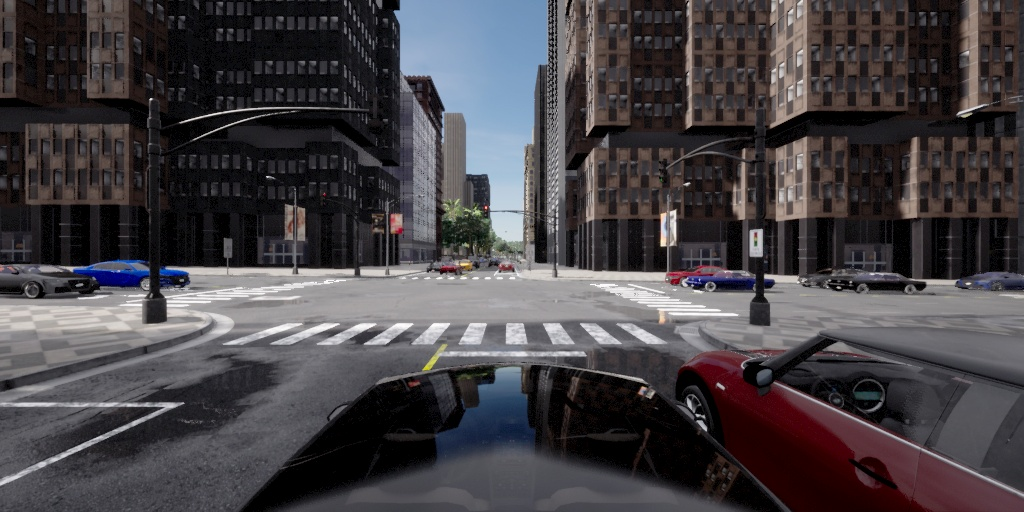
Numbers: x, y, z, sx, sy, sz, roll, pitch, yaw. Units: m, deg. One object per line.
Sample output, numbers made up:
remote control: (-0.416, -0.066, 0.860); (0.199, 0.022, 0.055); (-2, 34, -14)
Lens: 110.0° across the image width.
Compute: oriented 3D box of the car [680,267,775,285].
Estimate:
car: (13.514, 1.569, 22.476); (4.718, 1.301, 1.895); (1, 0, 0)

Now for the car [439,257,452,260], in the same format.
car: (-9.192, 1.084, 49.136); (2.192, 1.841, 5.009); (0, 0, 0)

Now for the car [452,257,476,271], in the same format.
car: (-6.522, 1.247, 48.933); (1.882, 1.535, 5.008); (0, 0, 0)

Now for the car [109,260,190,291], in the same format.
car: (-19.836, 0.976, 18.813); (5.008, 1.535, 1.882); (1, 0, 0)

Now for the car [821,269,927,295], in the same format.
car: (22.735, 1.702, 22.535); (4.718, 1.301, 1.895); (1, 0, 0)

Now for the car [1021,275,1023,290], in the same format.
car: (35.998, 1.801, 22.607); (4.892, 1.490, 1.837); (1, 0, 0)

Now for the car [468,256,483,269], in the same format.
car: (-6.588, 1.014, 59.272); (2.150, 2.045, 5.566); (0, 0, 0)

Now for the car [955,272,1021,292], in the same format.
car: (34.881, 1.839, 25.853); (4.181, 1.385, 1.994); (1, 0, 0)

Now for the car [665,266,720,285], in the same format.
car: (13.631, 1.444, 25.733); (5.008, 1.535, 1.882); (1, 0, 0)

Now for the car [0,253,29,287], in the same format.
car: (-28.950, 0.722, 18.755); (4.553, 1.767, 2.097); (1, 0, 0)

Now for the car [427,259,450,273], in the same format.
car: (-9.154, 1.323, 43.711); (1.948, 1.339, 4.313); (0, 0, 0)

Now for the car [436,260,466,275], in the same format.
car: (-6.482, 1.347, 38.539); (1.895, 1.301, 4.718); (0, 0, 1)

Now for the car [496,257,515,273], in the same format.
car: (-0.629, 1.198, 43.768); (1.967, 1.591, 4.097); (0, 0, 0)

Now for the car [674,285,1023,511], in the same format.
car: (2.763, 1.190, 2.378); (1.967, 1.591, 4.097); (0, 0, 0)

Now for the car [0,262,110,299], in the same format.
car: (-20.771, 1.053, 15.558); (4.181, 1.385, 1.994); (1, 0, 0)

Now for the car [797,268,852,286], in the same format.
car: (23.344, 1.613, 25.787); (4.892, 1.490, 1.837); (1, 0, 0)
